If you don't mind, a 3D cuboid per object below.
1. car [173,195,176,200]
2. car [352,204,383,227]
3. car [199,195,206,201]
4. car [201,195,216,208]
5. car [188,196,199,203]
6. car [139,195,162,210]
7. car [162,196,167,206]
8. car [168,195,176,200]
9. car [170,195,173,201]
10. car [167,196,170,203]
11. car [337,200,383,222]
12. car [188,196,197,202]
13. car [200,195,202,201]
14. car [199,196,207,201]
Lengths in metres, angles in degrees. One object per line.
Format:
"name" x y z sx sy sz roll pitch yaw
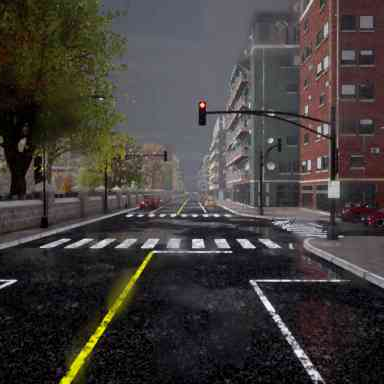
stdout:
"car" -5.613 1.624 82.665 1.802 1.307 4.206 0 0 0
"car" 14.688 1.851 24.722 4.181 1.385 1.994 1 0 0
"car" 2.772 1.593 88.193 1.887 1.381 4.507 0 0 0
"car" 2.736 1.538 49.616 1.752 1.417 4.829 0 0 0
"car" 0.070 1.577 69.224 2.033 1.411 5.357 0 0 0
"car" -5.651 1.324 43.918 2.192 1.841 5.009 0 0 0
"car" -5.640 1.457 54.989 1.967 1.590 4.097 0 0 0
"car" -5.604 1.580 93.565 1.752 1.417 4.829 0 0 0
"car" -5.624 1.613 71.594 1.802 1.307 4.206 0 0 0
"car" -5.635 1.566 60.524 1.887 1.381 4.507 0 0 0
"car" 14.643 1.591 27.327 5.009 1.841 2.192 1 -1 0
"car" 0.078 1.591 79.635 1.994 1.385 4.181 0 0 0
"car" 2.741 1.562 54.981 1.887 1.381 4.507 0 0 0
"car" 2.767 1.587 82.658 1.887 1.381 4.507 0 0 0
